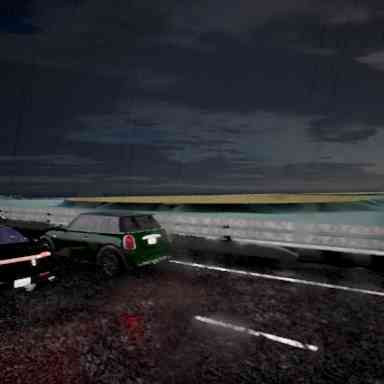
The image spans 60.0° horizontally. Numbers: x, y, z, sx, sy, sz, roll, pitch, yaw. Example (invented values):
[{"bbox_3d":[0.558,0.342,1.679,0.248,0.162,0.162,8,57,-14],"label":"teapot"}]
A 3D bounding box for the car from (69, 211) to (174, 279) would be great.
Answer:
[{"bbox_3d":[-2.811,1.358,10.317,4.553,1.767,2.097,0,0,36],"label":"car"}]

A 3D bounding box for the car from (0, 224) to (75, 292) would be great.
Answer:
[{"bbox_3d":[-5.174,1.498,7.704,4.902,1.511,2.128,0,0,36],"label":"car"}]
